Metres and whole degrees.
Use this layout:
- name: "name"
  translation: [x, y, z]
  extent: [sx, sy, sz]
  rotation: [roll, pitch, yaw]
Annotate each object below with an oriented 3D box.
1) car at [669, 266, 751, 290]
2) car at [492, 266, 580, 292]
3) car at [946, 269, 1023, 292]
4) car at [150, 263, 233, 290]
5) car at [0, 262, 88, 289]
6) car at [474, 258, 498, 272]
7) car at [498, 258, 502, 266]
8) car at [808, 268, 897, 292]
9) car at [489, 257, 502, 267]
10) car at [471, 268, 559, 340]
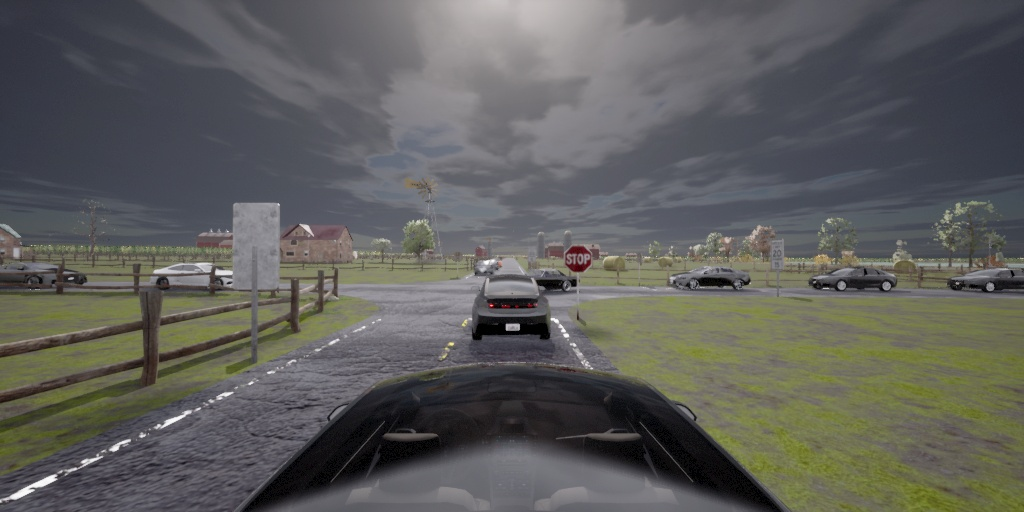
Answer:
- name: "car"
  translation: [12.778, 1.395, 23.268]
  extent: [4.902, 1.511, 2.128]
  rotation: [1, -1, -2]
- name: "car"
  translation: [1.482, 1.368, 20.029]
  extent: [4.718, 1.301, 1.895]
  rotation: [1, 0, -35]
- name: "car"
  translation: [31.682, 1.585, 23.579]
  extent: [4.892, 1.490, 1.837]
  rotation: [1, -1, -1]
- name: "car"
  translation: [-17.261, 1.102, 19.921]
  extent: [4.674, 1.442, 1.812]
  rotation: [1, -1, -1]
- name: "car"
  translation: [-26.381, 1.047, 19.790]
  extent: [4.181, 1.385, 1.994]
  rotation: [1, -1, -1]
- name: "car"
  translation: [-2.898, 1.240, 37.692]
  extent: [2.128, 1.511, 4.902]
  rotation: [0, 0, 0]
- name: "car"
  translation: [-2.889, 1.238, 51.482]
  extent: [2.128, 1.511, 4.902]
  rotation: [0, 0, 0]
- name: "car"
  translation: [22.179, 1.498, 23.449]
  extent: [4.892, 1.490, 1.837]
  rotation: [1, -1, -1]
- name: "car"
  translation: [-2.896, 1.094, 64.075]
  extent: [2.097, 1.767, 4.553]
  rotation: [0, 0, 0]
- name: "car"
  translation: [-0.082, 1.256, 9.981]
  extent: [1.837, 1.490, 4.892]
  rotation: [0, 0, -2]
